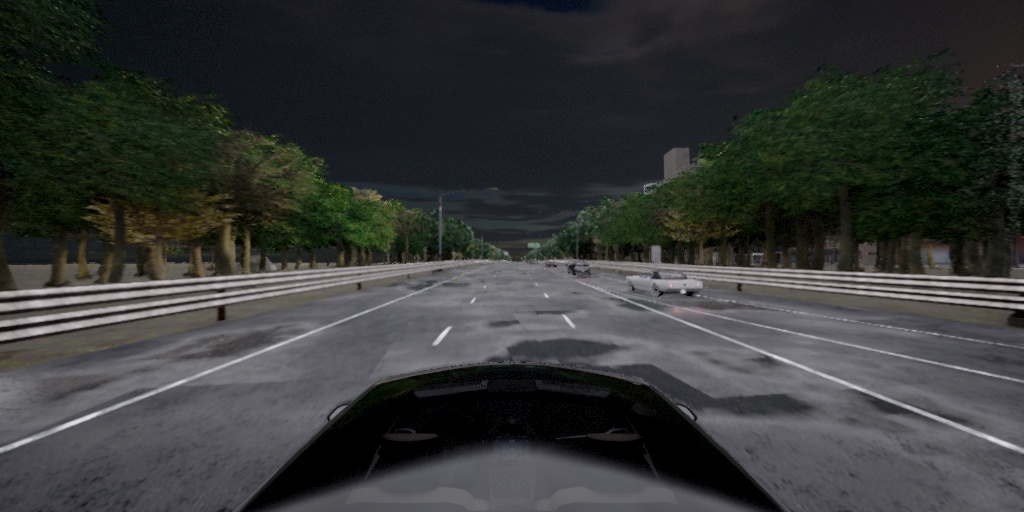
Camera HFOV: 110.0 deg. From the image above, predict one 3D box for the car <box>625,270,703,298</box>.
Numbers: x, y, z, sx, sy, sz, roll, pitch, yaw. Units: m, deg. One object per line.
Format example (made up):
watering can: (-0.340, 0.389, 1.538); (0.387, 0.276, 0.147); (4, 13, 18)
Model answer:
car: (7.721, 1.380, 18.842); (1.895, 1.301, 4.718); (0, 0, -6)

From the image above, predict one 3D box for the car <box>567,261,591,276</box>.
car: (7.004, 1.286, 37.866); (2.128, 1.511, 4.902); (0, 0, 0)
